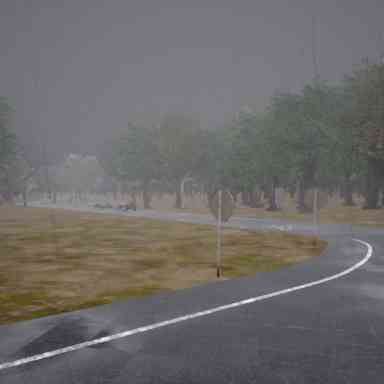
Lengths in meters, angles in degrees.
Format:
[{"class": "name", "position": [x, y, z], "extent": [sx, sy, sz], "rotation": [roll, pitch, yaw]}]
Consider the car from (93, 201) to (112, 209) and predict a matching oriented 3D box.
[{"class": "car", "position": [-16.093, 2.351, 60.016], "extent": [2.033, 1.411, 5.357], "rotation": [2, -2, -35]}]

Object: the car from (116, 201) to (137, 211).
[{"class": "car", "position": [-10.195, 2.140, 51.508], "extent": [1.837, 1.490, 4.892], "rotation": [2, -2, -34]}]
